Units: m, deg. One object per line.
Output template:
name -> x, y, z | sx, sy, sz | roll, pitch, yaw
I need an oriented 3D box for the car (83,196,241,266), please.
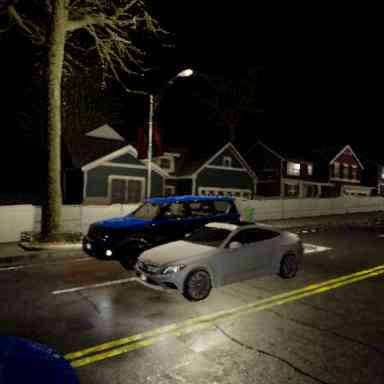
car -> -0.714, 1.182, 11.161 | 5.566, 2.045, 2.150 | -1, 0, -36

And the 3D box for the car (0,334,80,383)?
car -> -2.990, 1.488, 1.304 | 5.008, 1.535, 1.882 | 0, 0, -36

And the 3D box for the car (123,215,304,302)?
car -> 0.885, 1.489, 8.309 | 4.674, 1.442, 1.812 | -1, 0, -36
